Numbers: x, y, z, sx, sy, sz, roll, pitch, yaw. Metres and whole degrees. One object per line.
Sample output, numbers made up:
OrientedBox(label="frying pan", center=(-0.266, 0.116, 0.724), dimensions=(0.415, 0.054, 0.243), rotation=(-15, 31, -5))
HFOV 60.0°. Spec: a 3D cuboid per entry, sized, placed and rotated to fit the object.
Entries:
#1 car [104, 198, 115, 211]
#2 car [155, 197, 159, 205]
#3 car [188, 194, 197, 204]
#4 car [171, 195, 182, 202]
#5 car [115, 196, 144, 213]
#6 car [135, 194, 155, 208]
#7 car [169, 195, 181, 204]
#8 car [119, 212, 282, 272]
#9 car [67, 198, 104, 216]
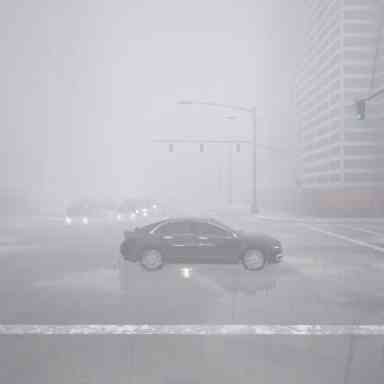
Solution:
OrientedBox(label="car", center=(-10.537, 1.478, 41.884), dimensions=(1.882, 1.535, 5.008), rotation=(0, 0, 0))
OrientedBox(label="car", center=(-6.995, 1.601, 58.542), dimensions=(1.895, 1.301, 4.718), rotation=(0, 0, 0))
OrientedBox(label="car", center=(0.093, 1.547, 64.122), dimensions=(2.033, 1.411, 5.357), rotation=(0, 0, 0))
OrientedBox(label="car", center=(-3.392, 1.354, 74.412), dimensions=(2.128, 1.511, 4.902), rotation=(0, 0, 0))
OrientedBox(label="car", center=(-7.045, 1.505, 37.868), dimensions=(1.837, 1.490, 4.892), rotation=(0, 0, 0))
OrientedBox(label="car", center=(-7.027, 1.491, 48.218), dimensions=(2.128, 1.511, 4.902), rotation=(0, 0, 0))
OrientedBox(label="car", center=(-3.407, 1.491, 64.127), dimensions=(2.128, 1.511, 4.902), rotation=(0, 0, 0))
OrientedBox(label="car", center=(0.265, 1.505, 10.229), dimensions=(4.892, 1.490, 1.837), rotation=(0, 0, 0))
OrientedBox(label="car", center=(-10.590, 1.352, 32.752), dimensions=(2.097, 1.767, 4.553), rotation=(0, 0, 1))
